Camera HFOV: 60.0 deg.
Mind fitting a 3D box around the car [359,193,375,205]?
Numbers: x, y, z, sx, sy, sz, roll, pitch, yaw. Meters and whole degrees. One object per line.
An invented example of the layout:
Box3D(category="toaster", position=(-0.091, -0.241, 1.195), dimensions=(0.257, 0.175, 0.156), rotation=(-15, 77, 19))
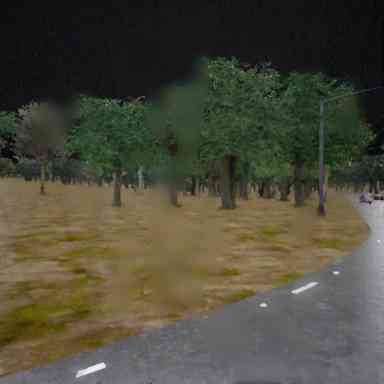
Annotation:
Box3D(category="car", position=(28.787, 1.270, 55.193), dimensions=(1.837, 1.490, 4.892), rotation=(1, 0, 25))

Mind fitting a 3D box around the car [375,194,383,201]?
Box3D(category="car", position=(43.483, 1.234, 77.717), dimensions=(1.882, 1.535, 5.008), rotation=(1, 0, 24))
